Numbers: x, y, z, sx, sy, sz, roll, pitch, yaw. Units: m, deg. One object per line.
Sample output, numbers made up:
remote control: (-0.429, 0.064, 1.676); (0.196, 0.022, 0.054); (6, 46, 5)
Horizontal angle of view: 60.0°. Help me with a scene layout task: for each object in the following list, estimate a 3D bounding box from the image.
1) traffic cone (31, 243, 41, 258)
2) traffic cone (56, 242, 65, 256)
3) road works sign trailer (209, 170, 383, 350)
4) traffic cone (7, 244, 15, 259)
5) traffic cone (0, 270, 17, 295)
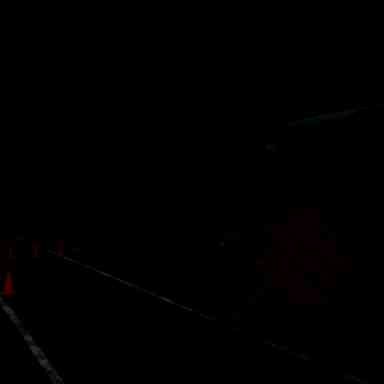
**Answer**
traffic cone: (-6.759, 2.524, 14.436); (0.340, 0.580, 0.340); (3, -4, -38)
traffic cone: (-5.971, 2.572, 15.047); (0.340, 0.580, 0.340); (3, -4, -37)
road works sign trailer: (1.467, 1.446, 6.746); (2.380, 2.880, 3.560); (43, 6, 6)
traffic cone: (-7.548, 2.476, 13.828); (0.340, 0.580, 0.340); (3, -4, -38)
traffic cone: (-4.663, 2.281, 8.475); (0.340, 0.580, 0.340); (3, -4, -38)
